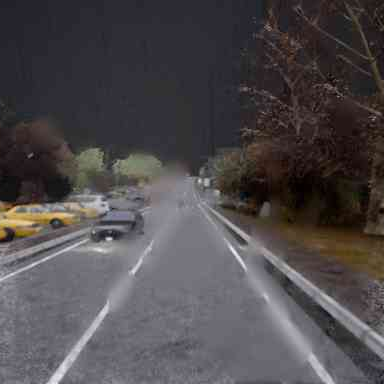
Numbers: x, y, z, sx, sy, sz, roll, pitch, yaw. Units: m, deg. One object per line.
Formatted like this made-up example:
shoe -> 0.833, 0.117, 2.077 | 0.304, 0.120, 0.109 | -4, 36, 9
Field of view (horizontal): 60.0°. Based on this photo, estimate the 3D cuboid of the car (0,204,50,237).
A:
car -> -10.054, 1.499, 15.951 | 5.366, 1.575, 1.946 | 0, 0, 0

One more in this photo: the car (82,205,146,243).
car -> -3.412, 1.554, 16.325 | 2.033, 1.411, 5.357 | 0, 0, 0

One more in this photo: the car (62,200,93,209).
car -> -10.242, 1.559, 24.400 | 4.892, 1.521, 2.231 | 0, 0, 0

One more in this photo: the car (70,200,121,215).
car -> -10.203, 1.665, 35.505 | 4.792, 1.488, 2.163 | 0, 0, 0

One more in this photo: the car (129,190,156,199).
car -> -10.509, 0.929, 70.888 | 4.553, 1.767, 2.185 | 0, 0, 0

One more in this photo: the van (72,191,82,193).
van -> -23.438, 0.831, 65.251 | 4.442, 1.987, 1.878 | 1, 0, 0

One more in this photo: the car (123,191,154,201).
car -> -10.456, 1.087, 65.319 | 4.792, 1.488, 2.163 | 0, 0, 0

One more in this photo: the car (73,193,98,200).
car -> -23.584, 1.072, 73.622 | 4.792, 1.488, 2.163 | 0, 0, 0

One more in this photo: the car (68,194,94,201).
car -> -23.561, 1.092, 70.710 | 4.674, 1.452, 2.002 | 0, 0, 0

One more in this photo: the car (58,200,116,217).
car -> -10.238, 1.616, 32.729 | 5.008, 1.535, 2.097 | 0, 0, 0

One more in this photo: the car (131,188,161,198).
car -> -10.500, 0.775, 76.460 | 5.566, 2.045, 2.435 | 0, 0, 0

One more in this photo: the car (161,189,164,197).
car -> -10.427, 0.724, 87.608 | 4.553, 1.767, 2.185 | 0, 1, 0

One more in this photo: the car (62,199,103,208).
car -> -10.420, 1.574, 27.176 | 5.366, 1.575, 1.946 | 0, 0, 0

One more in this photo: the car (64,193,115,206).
car -> -10.262, 1.345, 29.954 | 5.566, 2.045, 2.435 | 0, 0, 0

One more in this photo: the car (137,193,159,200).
car -> -10.462, 1.000, 79.251 | 4.892, 1.521, 2.231 | 0, 1, 0

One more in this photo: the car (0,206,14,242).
car -> -10.425, 1.486, 13.298 | 5.366, 1.575, 1.946 | 0, 0, 0

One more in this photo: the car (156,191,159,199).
car -> -10.470, 1.045, 73.668 | 5.008, 1.535, 2.097 | 0, 0, 0

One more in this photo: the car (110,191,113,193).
car -> -23.537, 0.910, 84.656 | 5.008, 1.535, 2.097 | 0, 1, 0

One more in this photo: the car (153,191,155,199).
car -> -10.511, 1.086, 68.103 | 4.792, 1.488, 2.163 | 0, 0, 0

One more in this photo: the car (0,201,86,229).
car -> -10.052, 1.536, 21.624 | 5.366, 1.575, 1.946 | 0, 0, 0

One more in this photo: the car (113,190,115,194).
car -> -23.533, 0.851, 87.445 | 5.008, 1.535, 2.097 | 0, 1, 0

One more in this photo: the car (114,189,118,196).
car -> -23.529, 0.781, 90.362 | 4.892, 1.521, 2.231 | 0, 1, 0

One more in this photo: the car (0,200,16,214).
car -> -23.306, 1.651, 38.157 | 5.008, 1.535, 2.097 | 0, 0, 0

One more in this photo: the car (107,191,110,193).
car -> -23.516, 0.990, 81.865 | 4.792, 1.488, 2.163 | 0, 1, 0
